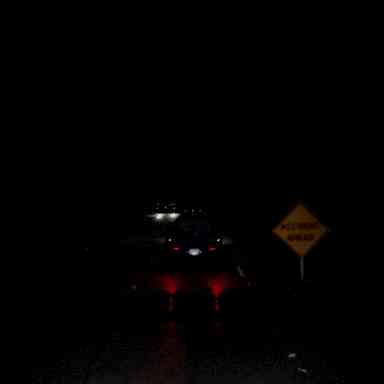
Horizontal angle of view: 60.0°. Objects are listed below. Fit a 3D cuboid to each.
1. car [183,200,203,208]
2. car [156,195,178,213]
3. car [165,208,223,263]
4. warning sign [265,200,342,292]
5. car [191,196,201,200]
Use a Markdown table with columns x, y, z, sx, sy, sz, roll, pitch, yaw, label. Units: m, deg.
| x | y | z | sx | sy | sz | roll | pitch | yaw | label |
| --- | --- | --- | --- | --- | --- | --- | --- | --- | --- |
| 0.068 | 1.669 | 30.959 | 1.895 | 1.301 | 4.718 | 0 | 0 | 0 | car |
| -2.879 | 1.354 | 38.940 | 2.150 | 2.045 | 5.566 | 0 | 0 | 0 | car |
| 0.069 | 1.532 | 11.823 | 1.812 | 1.442 | 4.674 | 0 | 0 | 0 | car |
| 2.424 | 1.120 | 7.403 | 1.300 | 1.860 | 1.060 | -1 | -1 | 0 | warning sign |
| 0.899 | 1.920 | 77.431 | 2.150 | 2.045 | 5.566 | 0 | -1 | 0 | car |
